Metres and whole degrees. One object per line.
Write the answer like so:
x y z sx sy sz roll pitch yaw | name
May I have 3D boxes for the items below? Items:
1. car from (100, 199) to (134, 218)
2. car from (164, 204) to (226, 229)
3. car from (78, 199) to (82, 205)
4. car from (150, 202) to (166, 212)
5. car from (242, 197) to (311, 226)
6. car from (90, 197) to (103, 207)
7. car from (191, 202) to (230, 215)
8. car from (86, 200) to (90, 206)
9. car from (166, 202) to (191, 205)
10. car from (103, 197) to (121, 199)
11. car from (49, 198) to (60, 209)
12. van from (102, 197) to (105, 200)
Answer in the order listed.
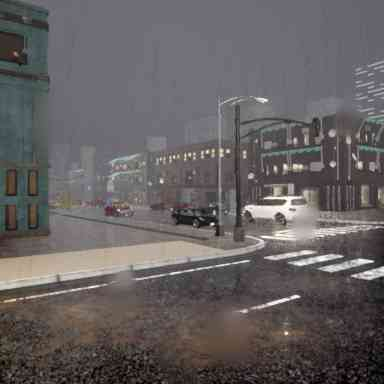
-7.820 1.845 35.510 1.967 1.590 4.097 -1 0 -35 | car
0.102 1.814 24.115 1.947 1.339 4.313 -2 0 -35 | car
-26.566 2.362 76.495 1.947 1.339 4.313 -1 0 -35 | car
-4.176 1.964 44.872 1.802 1.307 4.206 -2 0 -35 | car
6.191 1.385 24.921 2.150 2.045 5.566 -1 0 -32 | car
-16.976 1.938 62.942 2.192 1.841 5.009 -1 0 -35 | car
2.219 1.808 35.837 2.008 1.369 4.403 -2 0 -35 | car
-20.169 2.226 67.460 1.887 1.381 4.507 -1 0 -35 | car
-0.979 1.902 40.355 1.802 1.307 4.206 -2 0 -35 | car
-11.445 1.985 50.669 1.882 1.535 5.008 -1 0 -35 | car
-23.711 2.232 57.960 1.752 1.417 4.829 -1 0 -35 | car
-13.777 1.905 58.425 1.690 1.788 3.998 -1 0 -35 | van
